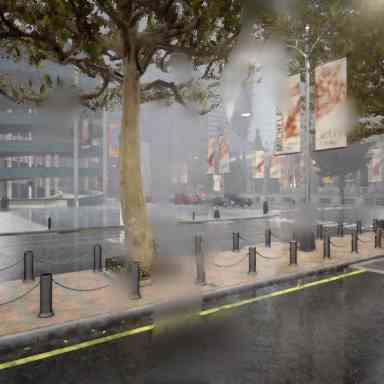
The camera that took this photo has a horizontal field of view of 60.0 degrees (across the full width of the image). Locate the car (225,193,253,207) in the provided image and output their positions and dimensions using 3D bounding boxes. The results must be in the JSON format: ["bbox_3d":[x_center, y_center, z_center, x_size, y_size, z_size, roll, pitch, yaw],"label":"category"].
[{"bbox_3d":[7.194,1.221,53.084,2.150,2.045,5.566,0,0,-36],"label":"car"}]

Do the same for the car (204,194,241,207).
[{"bbox_3d":[4.583,1.492,50.713,2.128,1.511,4.902,0,0,-35],"label":"car"}]

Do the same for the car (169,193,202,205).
[{"bbox_3d":[-1.166,1.221,58.722,2.150,2.045,5.566,0,0,-36],"label":"car"}]

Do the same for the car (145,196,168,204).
[{"bbox_3d":[-7.682,1.503,66.438,4.892,1.490,1.837,1,0,43],"label":"car"}]

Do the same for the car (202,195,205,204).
[{"bbox_3d":[1.494,1.352,60.949,2.097,1.767,4.553,0,0,-37],"label":"car"}]
